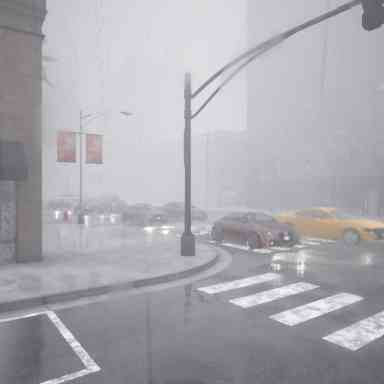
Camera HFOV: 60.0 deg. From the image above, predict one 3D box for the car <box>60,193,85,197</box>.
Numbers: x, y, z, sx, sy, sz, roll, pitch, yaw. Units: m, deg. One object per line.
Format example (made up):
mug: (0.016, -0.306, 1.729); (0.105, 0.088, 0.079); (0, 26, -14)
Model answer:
car: (-18.449, 1.142, 50.028); (2.150, 2.045, 5.566); (0, 0, -36)

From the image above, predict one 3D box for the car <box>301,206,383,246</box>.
car: (6.316, 1.464, 15.500); (1.882, 1.535, 5.008); (0, 0, -36)

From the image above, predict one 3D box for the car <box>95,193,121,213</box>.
car: (-8.539, 1.300, 36.129); (2.097, 1.767, 4.553); (0, 0, -36)

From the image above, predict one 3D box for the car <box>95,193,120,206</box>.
car: (-14.053, 1.136, 55.223); (2.150, 2.045, 5.566); (0, 0, -36)

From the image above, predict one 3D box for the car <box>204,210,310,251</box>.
car: (2.597, 1.554, 14.269); (1.994, 1.385, 4.181); (0, 0, -30)

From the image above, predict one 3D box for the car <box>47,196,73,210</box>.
car: (-16.871, 1.539, 42.180); (1.895, 1.301, 4.718); (0, 0, -35)

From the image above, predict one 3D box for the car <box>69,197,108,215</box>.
car: (-10.321, 1.480, 33.047); (1.812, 1.442, 4.674); (0, 0, -36)

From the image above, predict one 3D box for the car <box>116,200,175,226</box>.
car: (-3.350, 1.536, 23.364); (1.994, 1.385, 4.181); (0, 0, -36)

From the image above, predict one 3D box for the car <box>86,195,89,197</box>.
car: (-13.417, 1.277, 48.785); (2.097, 1.767, 4.553); (0, 0, -36)

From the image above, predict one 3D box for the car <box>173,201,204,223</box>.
car: (-0.749, 1.473, 25.309); (1.837, 1.490, 4.892); (0, 0, -36)
